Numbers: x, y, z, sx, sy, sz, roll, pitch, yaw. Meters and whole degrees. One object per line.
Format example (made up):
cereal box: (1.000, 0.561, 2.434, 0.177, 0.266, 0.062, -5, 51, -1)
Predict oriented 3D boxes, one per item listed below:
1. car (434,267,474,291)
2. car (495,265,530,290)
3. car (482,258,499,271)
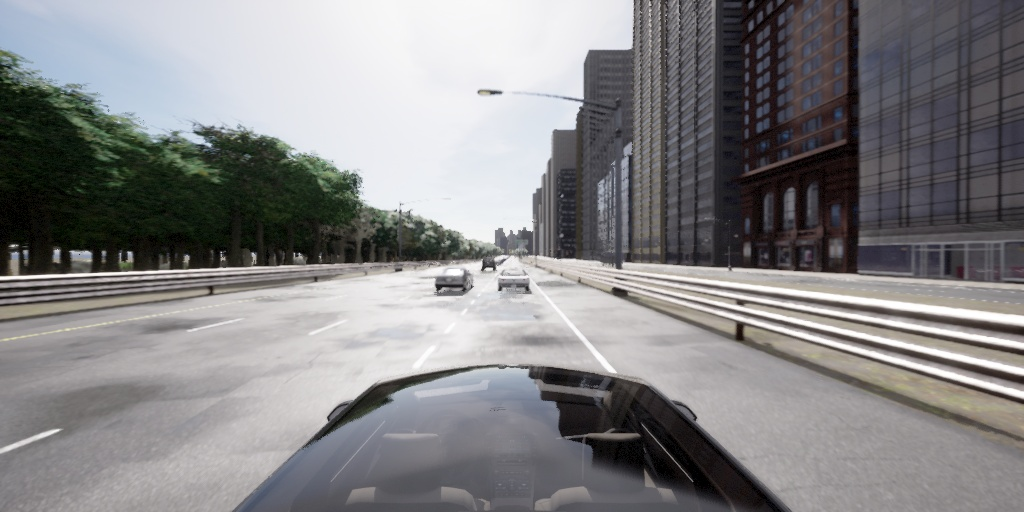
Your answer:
car: (-3.518, 1.398, 22.507, 2.033, 1.411, 5.357, 0, 0, 0)
car: (0.100, 1.456, 23.085, 1.895, 1.301, 4.718, 0, 0, 0)
car: (-3.650, 1.297, 57.797, 2.150, 2.045, 5.566, 0, 0, 0)
